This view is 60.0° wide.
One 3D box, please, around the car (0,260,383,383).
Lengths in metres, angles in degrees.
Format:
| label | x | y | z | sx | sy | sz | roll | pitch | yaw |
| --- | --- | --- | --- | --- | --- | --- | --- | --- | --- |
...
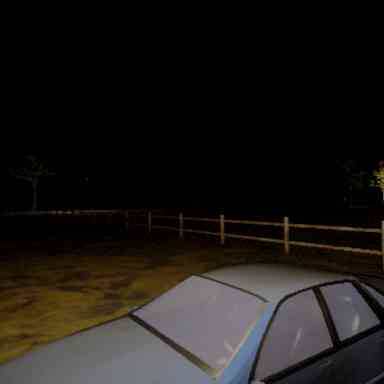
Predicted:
| label | x | y | z | sx | sy | sz | roll | pitch | yaw |
| --- | --- | --- | --- | --- | --- | --- | --- | --- | --- |
| car | 0.738 | 1.558 | 3.588 | 5.357 | 1.411 | 2.033 | 0 | 0 | -35 |
